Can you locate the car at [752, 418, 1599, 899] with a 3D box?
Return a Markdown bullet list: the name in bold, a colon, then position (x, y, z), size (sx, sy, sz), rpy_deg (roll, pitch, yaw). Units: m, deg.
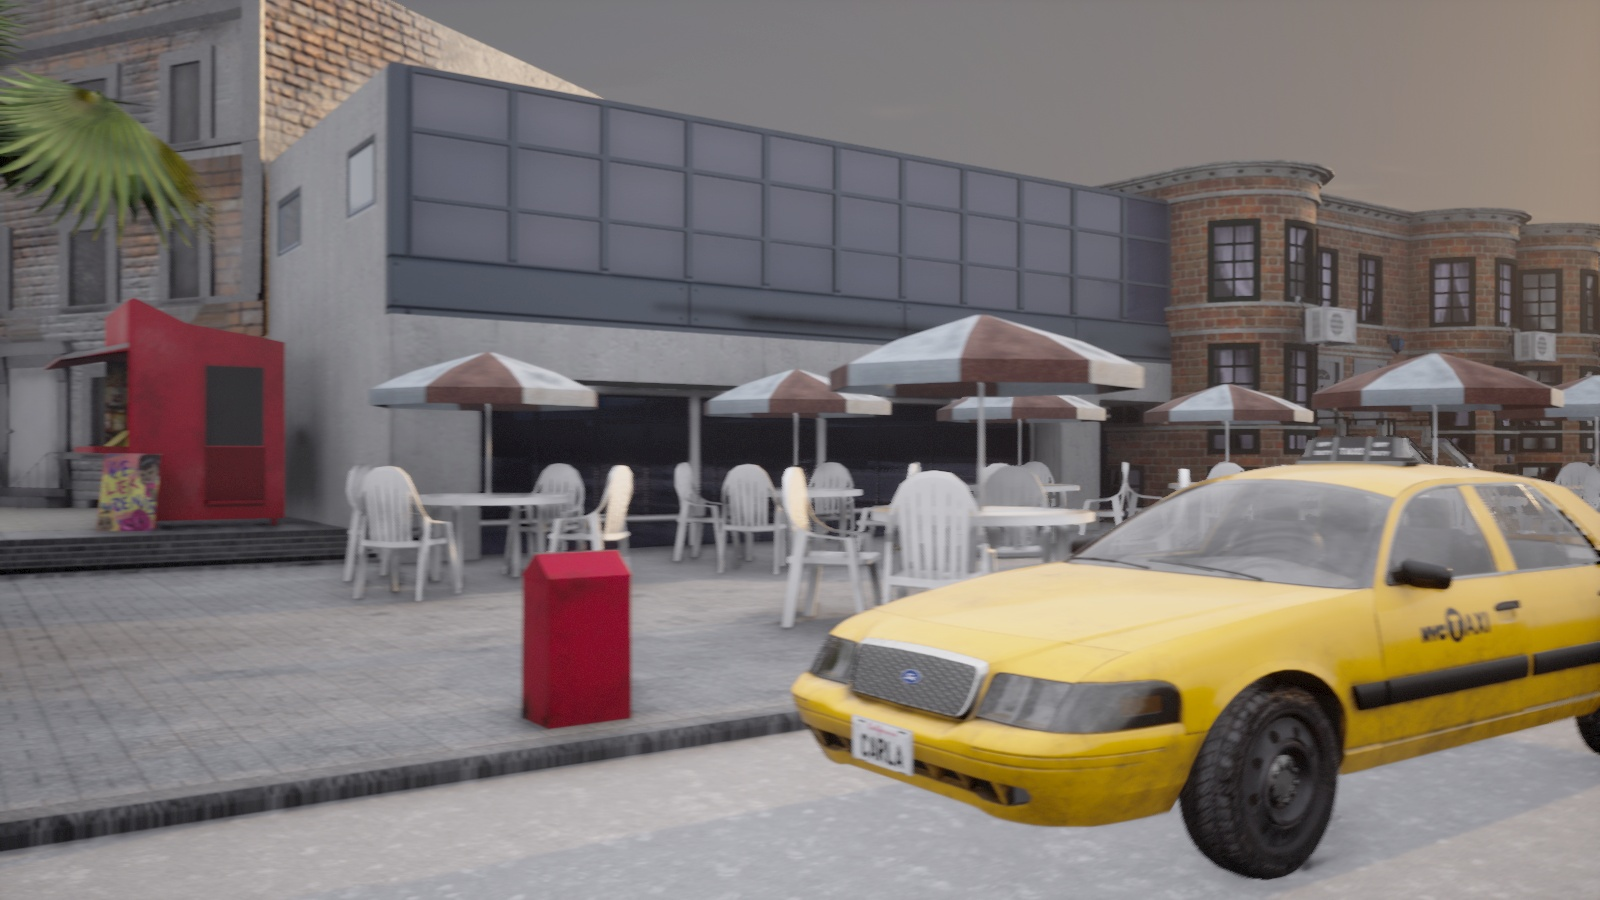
- **car**: position (2.518, 0.693, 6.021), size (5.366, 1.575, 1.801), rpy_deg (0, 0, -35)
